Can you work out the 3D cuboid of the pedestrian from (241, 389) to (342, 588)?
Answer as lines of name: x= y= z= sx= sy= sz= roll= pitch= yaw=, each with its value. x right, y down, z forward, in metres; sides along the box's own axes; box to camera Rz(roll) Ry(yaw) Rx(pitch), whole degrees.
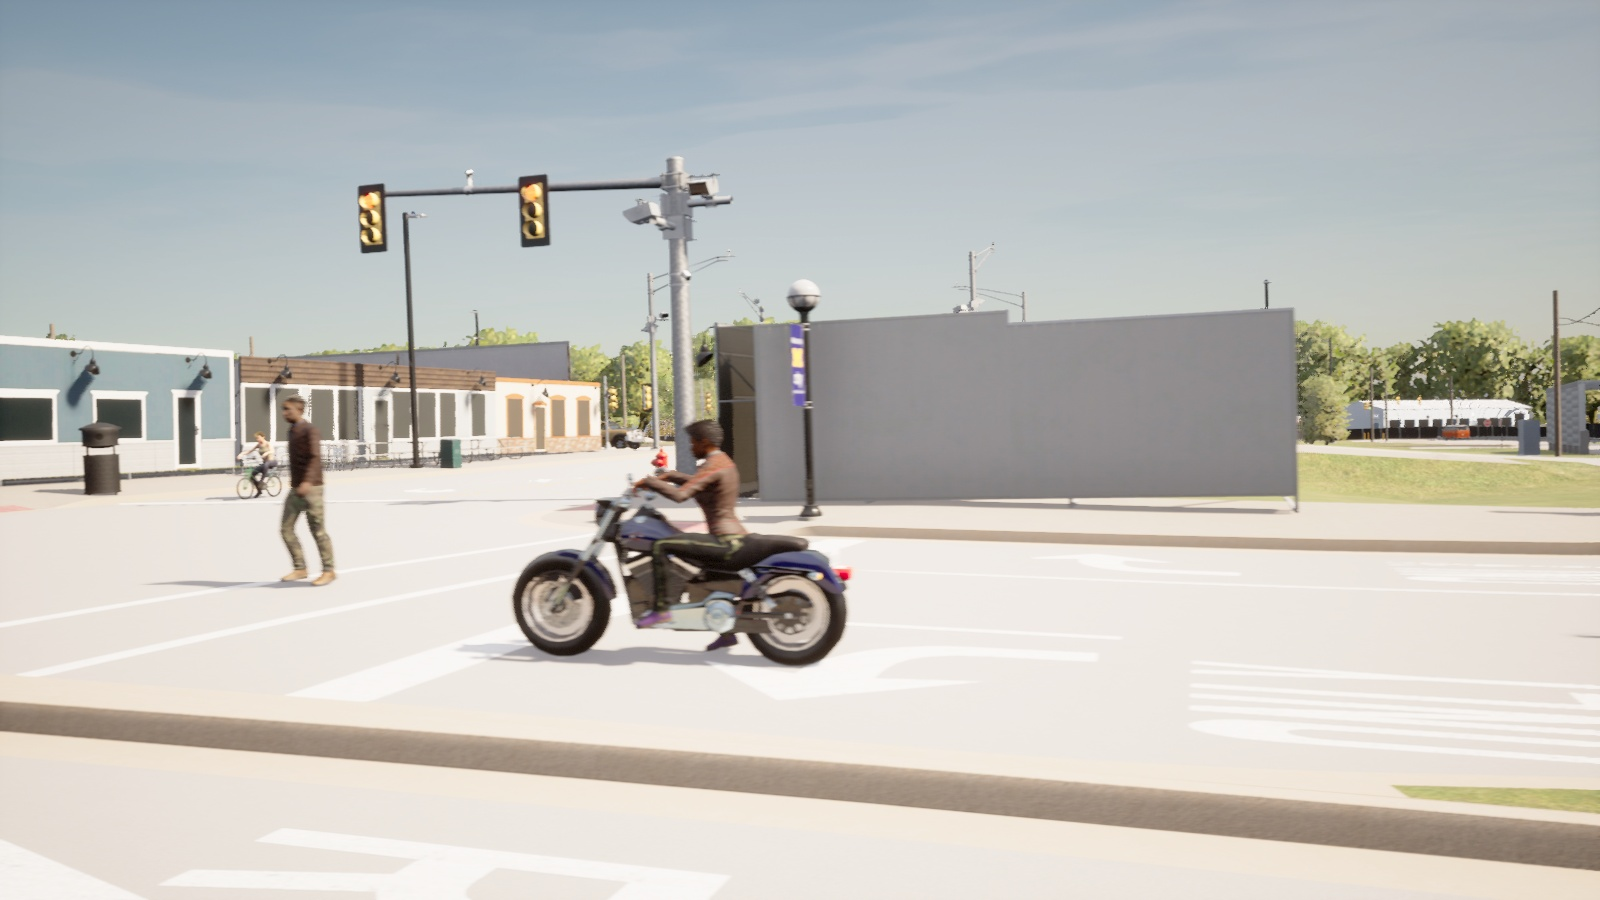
pedestrian: x=-4.869 y=0.346 z=12.040 sx=0.431 sy=1.840 sz=0.703 roll=0 pitch=2 yaw=37

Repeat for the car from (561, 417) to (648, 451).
car: x=-11.438 y=-0.944 z=73.391 sx=4.605 sy=1.855 sz=1.932 roll=-1 pitch=2 yaw=21

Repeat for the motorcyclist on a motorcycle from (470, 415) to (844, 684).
motorcyclist on a motorcycle: x=-0.937 y=0.600 z=8.382 sx=2.350 sy=1.649 sz=0.766 roll=1 pitch=2 yaw=13

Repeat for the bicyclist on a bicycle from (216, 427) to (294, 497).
bicyclist on a bicycle: x=-13.043 y=0.265 z=30.092 sx=0.866 sy=1.612 sz=1.509 roll=-1 pitch=1 yaw=18
